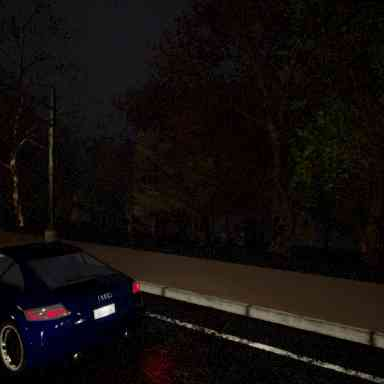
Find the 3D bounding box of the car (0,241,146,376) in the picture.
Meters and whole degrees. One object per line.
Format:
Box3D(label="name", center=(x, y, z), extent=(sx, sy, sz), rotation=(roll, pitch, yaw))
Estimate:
Box3D(label="car", center=(-2.775, 1.563, 5.647), extent=(4.181, 1.385, 1.994), rotation=(0, 0, 37))
